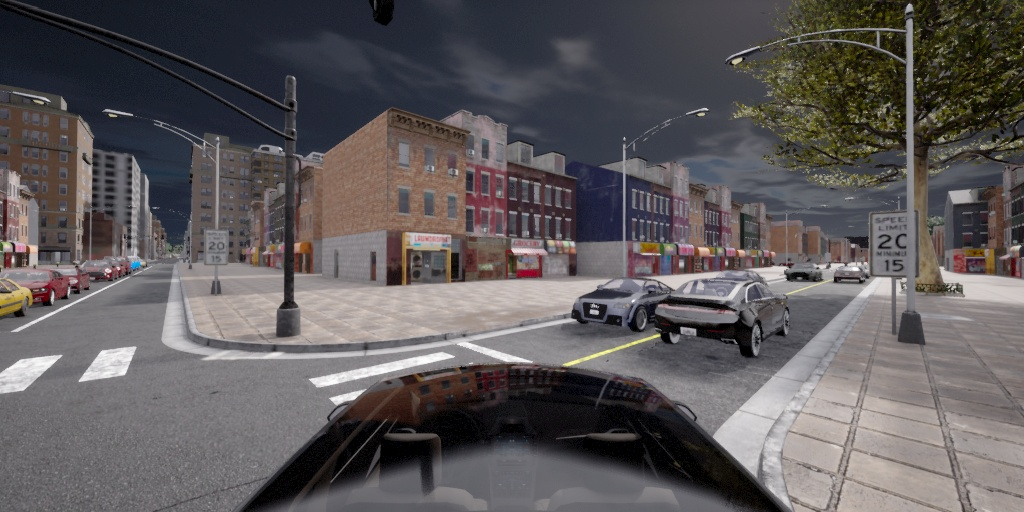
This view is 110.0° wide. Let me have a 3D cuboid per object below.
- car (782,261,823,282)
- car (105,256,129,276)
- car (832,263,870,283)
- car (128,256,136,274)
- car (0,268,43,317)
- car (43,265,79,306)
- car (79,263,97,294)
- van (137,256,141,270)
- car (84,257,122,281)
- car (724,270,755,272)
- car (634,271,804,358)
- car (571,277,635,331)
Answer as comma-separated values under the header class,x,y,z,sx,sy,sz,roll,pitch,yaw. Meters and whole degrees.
class,x,y,z,sx,sy,sz,roll,pitch,yaw
car,26.154,1.354,32.074,4.553,1.767,2.097,0,0,-43
car,-34.454,1.037,30.514,1.967,1.591,4.097,0,0,-43
car,29.308,1.551,31.117,5.357,1.411,2.033,1,-1,-43
car,-38.288,0.903,34.603,2.192,1.841,5.009,0,0,-43
car,-15.167,1.184,9.947,1.751,1.417,4.829,0,0,-43
car,-19.117,1.189,14.159,1.888,1.381,4.507,0,0,-43
car,-22.951,1.211,18.248,1.802,1.307,4.207,0,0,-43
van,-45.957,0.914,42.780,1.690,1.789,3.998,0,0,-43
car,-30.620,1.046,26.425,1.967,1.591,4.097,0,0,-43
car,11.723,1.423,18.663,5.357,1.411,2.033,1,-1,-43
car,5.234,1.283,8.695,4.902,1.511,2.128,1,-1,-43
car,3.709,1.369,11.170,4.181,1.385,1.994,1,-1,-43
